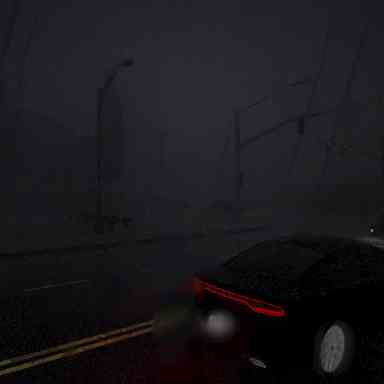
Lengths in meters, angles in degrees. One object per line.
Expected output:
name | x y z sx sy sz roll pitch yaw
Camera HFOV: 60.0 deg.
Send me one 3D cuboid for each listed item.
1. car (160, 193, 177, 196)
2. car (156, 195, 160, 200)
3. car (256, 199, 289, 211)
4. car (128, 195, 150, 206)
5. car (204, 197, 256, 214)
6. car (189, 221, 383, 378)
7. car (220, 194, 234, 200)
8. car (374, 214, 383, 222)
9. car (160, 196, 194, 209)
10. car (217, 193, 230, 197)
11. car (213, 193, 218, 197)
car | -5.625 1.156 86.861 3.866 1.878 1.905 0 0 -37
car | -7.303 1.153 89.220 4.605 1.855 1.932 0 0 -37
car | 9.249 1.547 40.688 2.033 1.411 5.357 0 0 -33
car | -8.675 1.354 54.001 2.097 1.767 4.553 0 0 -35
car | 3.972 1.547 35.918 2.033 1.411 5.357 0 0 -35
car | 2.278 1.478 5.631 5.008 1.535 1.882 0 0 -37
car | 10.024 1.395 95.078 3.806 1.475 1.970 0 0 -37
car | 10.745 1.564 16.754 4.181 1.385 1.994 0 0 -37
car | -2.076 1.564 44.555 1.994 1.385 4.181 0 0 -35
car | 7.793 1.395 68.776 3.806 1.475 1.970 0 0 -37
car | 6.079 1.156 71.110 3.866 1.878 1.905 0 0 -37
